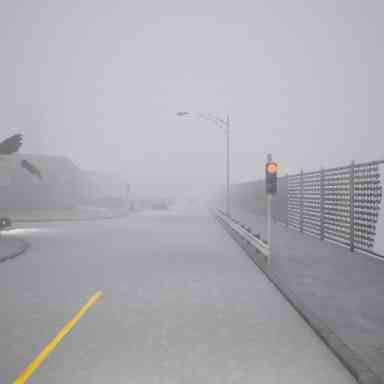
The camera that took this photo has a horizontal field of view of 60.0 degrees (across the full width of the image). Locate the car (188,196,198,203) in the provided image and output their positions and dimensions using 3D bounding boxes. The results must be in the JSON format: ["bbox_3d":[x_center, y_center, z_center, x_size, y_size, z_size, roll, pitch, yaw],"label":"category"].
[{"bbox_3d":[0.161,1.547,68.020,2.033,1.411,5.357,0,0,-1],"label":"car"}]

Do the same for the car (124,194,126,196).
[{"bbox_3d":[-17.212,1.134,78.245,3.633,1.501,1.845,0,0,0],"label":"car"}]

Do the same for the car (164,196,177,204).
[{"bbox_3d":[-4.005,1.547,62.975,2.033,1.411,5.357,0,0,0],"label":"car"}]

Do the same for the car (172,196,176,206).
[{"bbox_3d":[-4.047,1.505,52.519,1.837,1.490,4.892,0,0,0],"label":"car"}]

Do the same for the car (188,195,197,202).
[{"bbox_3d":[0.066,1.540,78.648,2.033,1.411,5.357,0,0,0],"label":"car"}]

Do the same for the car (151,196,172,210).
[{"bbox_3d":[-4.062,1.478,42.801,1.882,1.535,5.008,0,0,0],"label":"car"}]

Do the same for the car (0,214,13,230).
[{"bbox_3d":[-12.679,1.564,19.065,4.181,1.385,1.994,0,0,1],"label":"car"}]
